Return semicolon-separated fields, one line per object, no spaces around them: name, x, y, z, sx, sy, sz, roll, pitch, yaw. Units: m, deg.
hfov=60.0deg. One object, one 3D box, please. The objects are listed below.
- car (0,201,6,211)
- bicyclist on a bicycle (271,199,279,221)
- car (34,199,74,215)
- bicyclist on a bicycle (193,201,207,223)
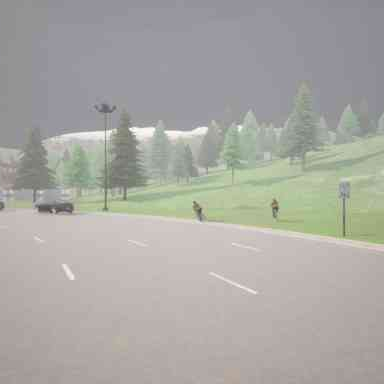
car;-24.335;1.526;39.651;4.674;1.442;1.812;0;0;23
bicyclist on a bicycle;5.975;1.306;23.927;0.582;1.620;1.656;0;-2;-1
car;-14.366;1.478;34.537;5.008;1.535;1.882;0;0;34
bicyclist on a bicycle;0.479;1.438;24.132;0.582;1.620;1.656;-21;8;-26
